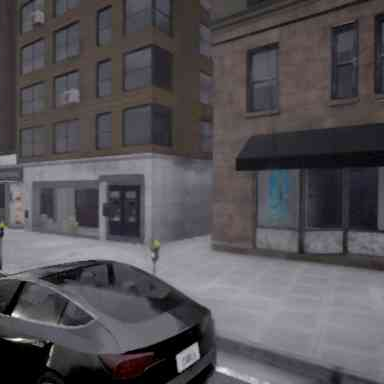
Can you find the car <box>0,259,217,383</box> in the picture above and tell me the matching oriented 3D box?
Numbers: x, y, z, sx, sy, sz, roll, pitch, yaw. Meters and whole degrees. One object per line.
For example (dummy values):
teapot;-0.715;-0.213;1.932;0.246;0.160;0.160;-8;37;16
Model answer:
car;-1.725;1.571;4.309;4.313;1.339;1.947;0;0;36
